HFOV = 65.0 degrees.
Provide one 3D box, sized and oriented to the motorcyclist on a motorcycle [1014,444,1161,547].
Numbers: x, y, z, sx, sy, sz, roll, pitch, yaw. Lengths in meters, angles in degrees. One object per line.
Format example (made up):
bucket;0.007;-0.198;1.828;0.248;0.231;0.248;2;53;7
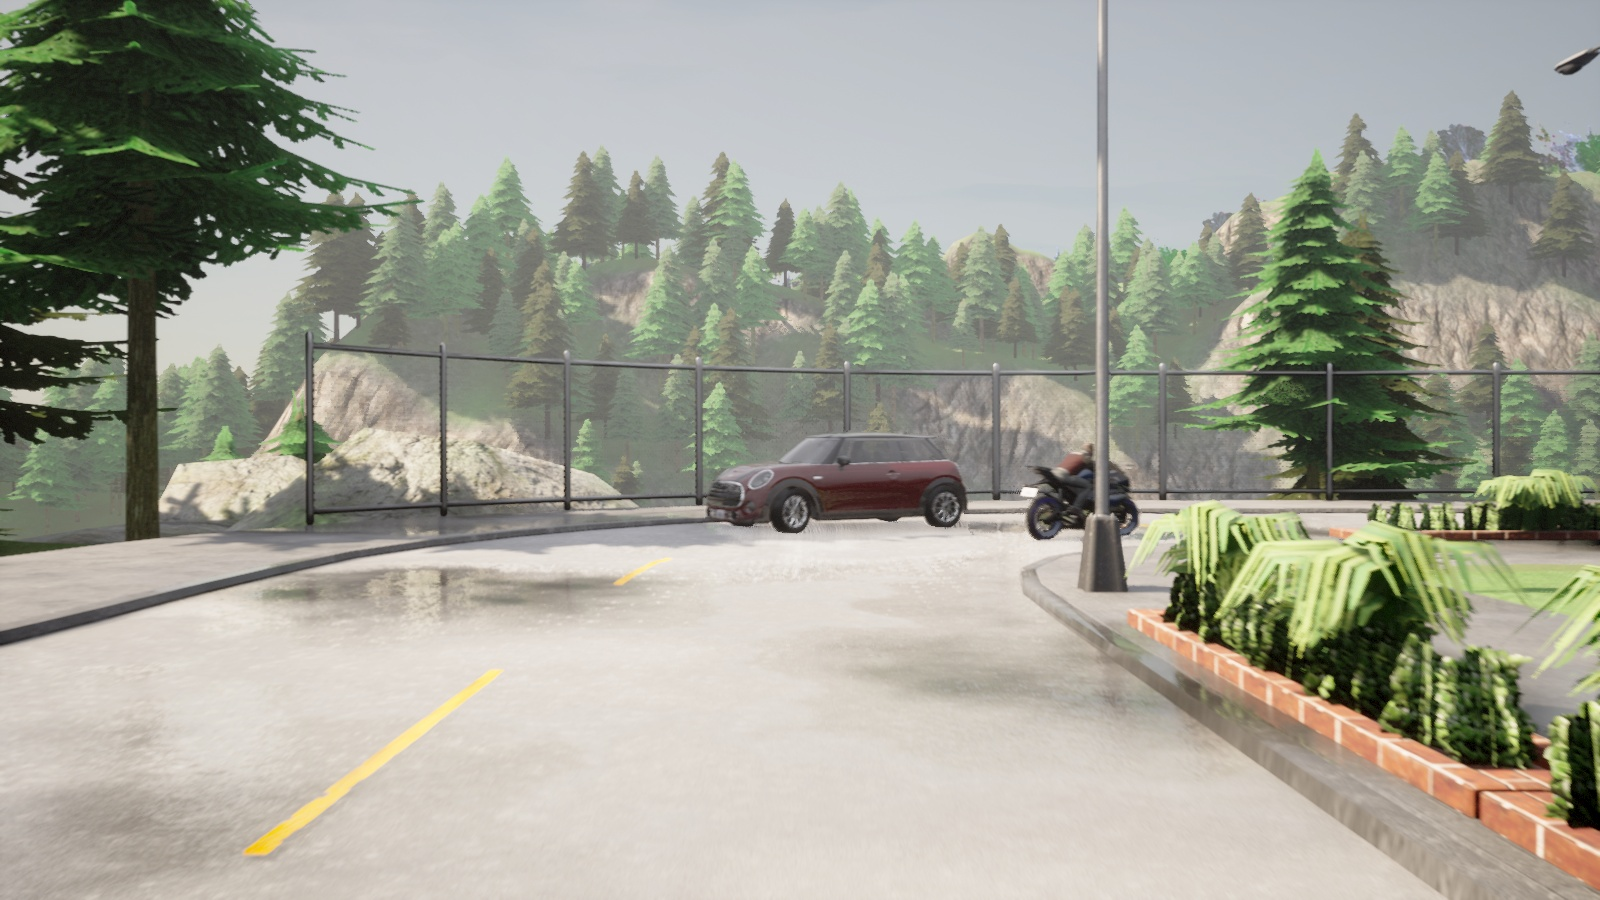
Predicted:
motorcyclist on a motorcycle;4.500;0.676;19.640;2.191;1.530;0.866;0;2;-28

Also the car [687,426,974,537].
car;0.549;0.484;21.897;4.553;1.767;2.097;0;0;-29
